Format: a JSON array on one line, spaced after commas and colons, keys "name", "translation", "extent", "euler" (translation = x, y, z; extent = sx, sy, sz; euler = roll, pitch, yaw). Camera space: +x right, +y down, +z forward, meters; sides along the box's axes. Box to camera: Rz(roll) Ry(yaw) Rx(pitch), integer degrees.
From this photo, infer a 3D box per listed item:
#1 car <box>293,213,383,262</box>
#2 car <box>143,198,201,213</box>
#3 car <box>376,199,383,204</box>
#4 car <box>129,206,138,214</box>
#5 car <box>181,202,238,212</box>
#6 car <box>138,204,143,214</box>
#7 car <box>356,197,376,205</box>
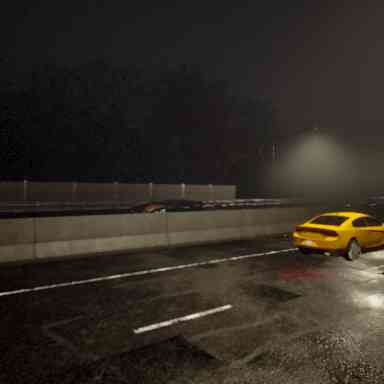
[{"name": "car", "translation": [5.863, 1.504, 12.350], "extent": [5.008, 1.535, 1.882], "euler": [0, 0, -35]}, {"name": "car", "translation": [-0.920, 1.386, 24.821], "extent": [4.553, 1.767, 2.097], "euler": [0, 0, -35]}, {"name": "car", "translation": [31.484, 1.604, 52.139], "extent": [5.008, 1.535, 1.882], "euler": [0, 0, -35]}, {"name": "car", "translation": [-3.808, 1.602, 31.354], "extent": [4.181, 1.385, 1.994], "euler": [0, 0, -35]}, {"name": "car", "translation": [1.706, 1.598, 22.394], "extent": [4.181, 1.385, 1.994], "euler": [0, 0, -35]}, {"name": "car", "translation": [-1.901, 1.389, 28.416], "extent": [4.553, 1.767, 2.097], "euler": [0, 0, -35]}, {"name": "car", "translation": [28.827, 1.617, 54.496], "extent": [4.902, 1.511, 2.128], "euler": [0, 0, -34]}]
